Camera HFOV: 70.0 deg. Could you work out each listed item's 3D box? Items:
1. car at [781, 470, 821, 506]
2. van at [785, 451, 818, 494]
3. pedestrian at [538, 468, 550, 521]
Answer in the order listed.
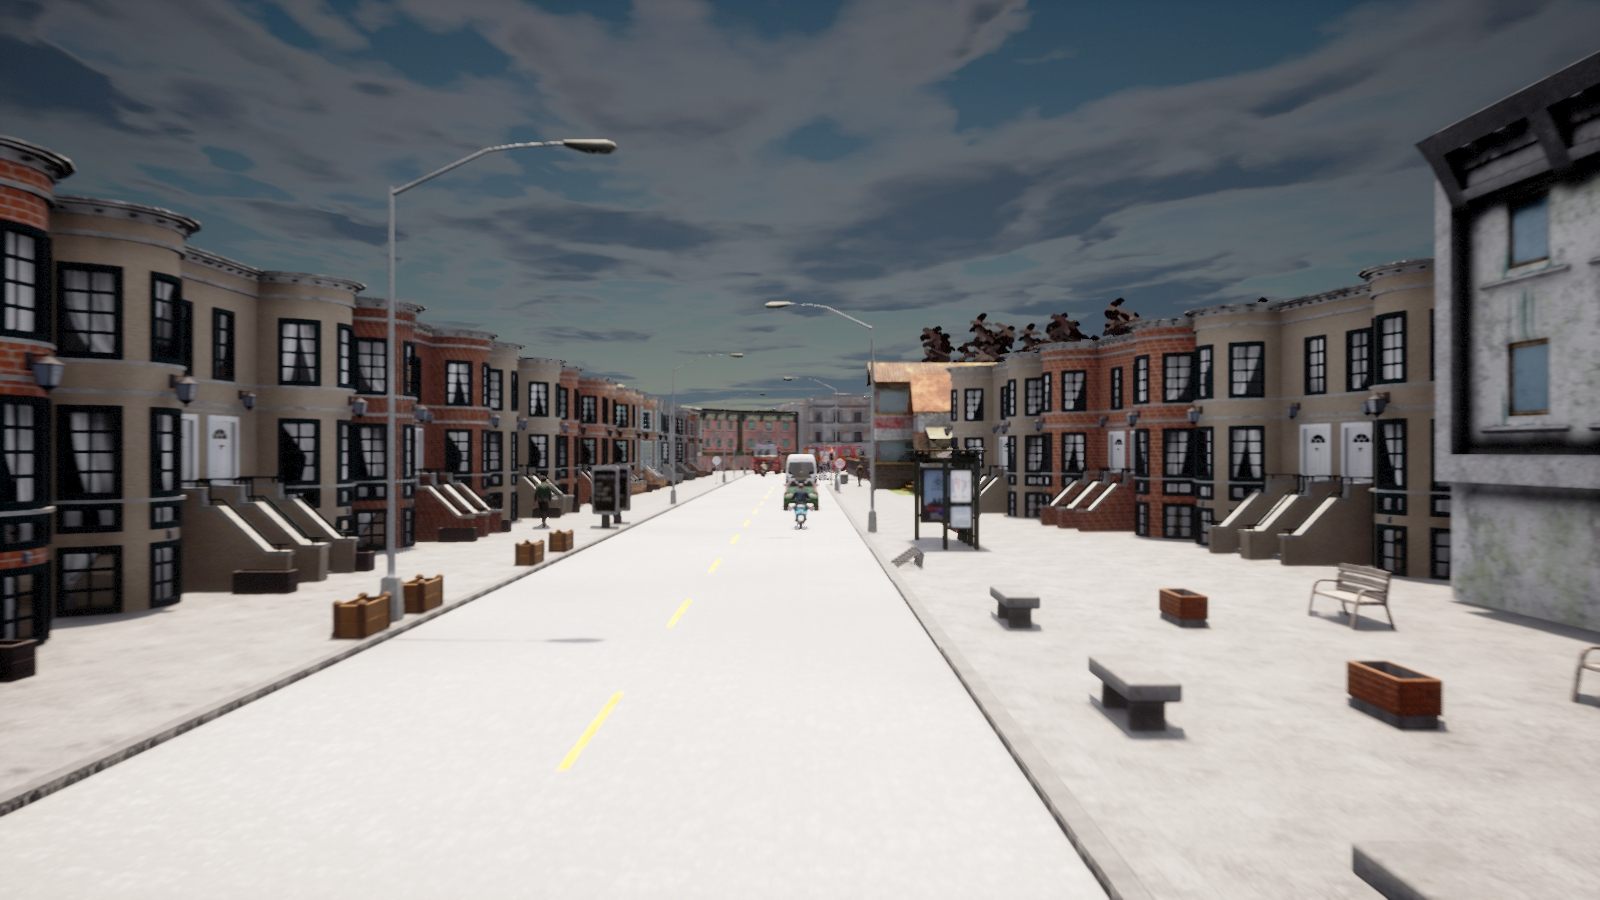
[{"bbox_3d":[0.052,1.820,55.757,1.851,1.617,3.988,0,0,0],"label":"car"},{"bbox_3d":[0.069,1.366,72.093,1.988,2.561,5.915,0,0,0],"label":"van"},{"bbox_3d":[-8.964,1.554,39.939,0.375,1.860,0.375,0,0,-7],"label":"pedestrian"}]
